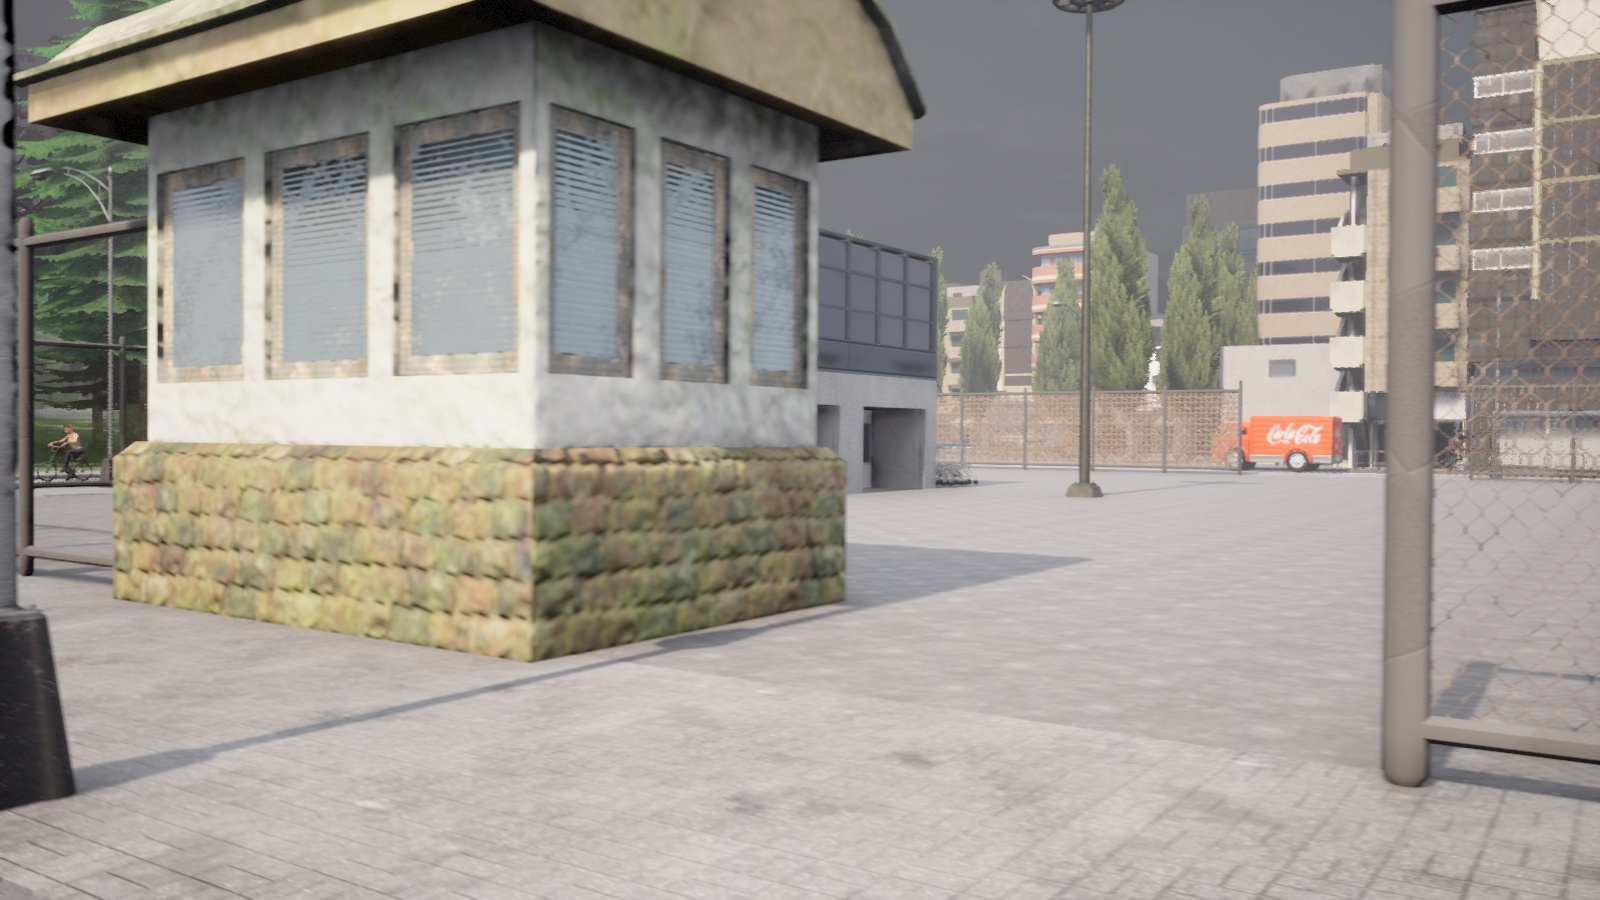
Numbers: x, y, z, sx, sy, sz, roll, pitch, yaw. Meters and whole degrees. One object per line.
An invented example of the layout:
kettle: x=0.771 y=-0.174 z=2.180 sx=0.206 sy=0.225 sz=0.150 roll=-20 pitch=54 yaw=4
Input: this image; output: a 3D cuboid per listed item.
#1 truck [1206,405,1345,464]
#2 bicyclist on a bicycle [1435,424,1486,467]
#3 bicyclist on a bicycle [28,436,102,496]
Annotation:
truck: x=20.752 y=-0.666 z=54.858 sx=5.204 sy=2.467 sz=2.627 roll=0 pitch=1 yaw=34
bicyclist on a bicycle: x=24.855 y=-0.173 z=47.274 sx=1.656 sy=1.620 sz=0.582 roll=0 pitch=1 yaw=34
bicyclist on a bicycle: x=-20.468 y=0.438 z=34.993 sx=0.866 sy=1.612 sz=1.509 roll=0 pitch=1 yaw=34
